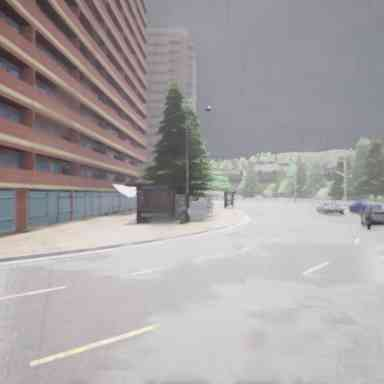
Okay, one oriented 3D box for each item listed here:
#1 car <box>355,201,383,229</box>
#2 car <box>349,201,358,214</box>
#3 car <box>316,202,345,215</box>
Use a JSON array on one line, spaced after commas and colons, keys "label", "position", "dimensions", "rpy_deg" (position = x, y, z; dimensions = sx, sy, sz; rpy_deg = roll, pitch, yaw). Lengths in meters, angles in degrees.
[{"label": "car", "position": [12.473, 1.612, 22.168], "dimensions": [2.128, 1.511, 4.902], "rpy_deg": [0, 0, 22]}, {"label": "car", "position": [18.798, 1.679, 36.334], "dimensions": [1.882, 1.535, 5.008], "rpy_deg": [0, -1, 6]}, {"label": "car", "position": [15.402, 1.827, 37.303], "dimensions": [1.895, 1.301, 4.718], "rpy_deg": [0, 0, 6]}]
